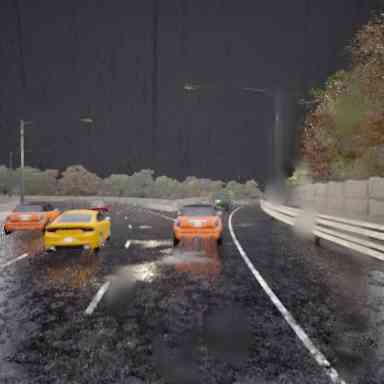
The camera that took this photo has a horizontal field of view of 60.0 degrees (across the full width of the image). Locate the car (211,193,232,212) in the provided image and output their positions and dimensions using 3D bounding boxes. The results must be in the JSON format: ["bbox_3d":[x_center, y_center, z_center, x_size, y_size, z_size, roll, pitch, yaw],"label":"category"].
[{"bbox_3d":[3.368,1.172,38.917,2.150,2.045,5.566,0,0,11],"label":"car"}]

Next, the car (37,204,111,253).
[{"bbox_3d":[-4.549,1.490,13.859,1.882,1.535,5.008,0,0,-7],"label":"car"}]

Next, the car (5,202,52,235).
[{"bbox_3d":[-8.950,1.382,19.195,2.097,1.767,4.553,0,0,-10],"label":"car"}]

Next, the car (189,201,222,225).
[{"bbox_3d":[1.129,1.465,24.836,2.128,1.511,4.902,0,0,6],"label":"car"}]

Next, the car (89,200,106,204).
[{"bbox_3d":[-11.101,1.589,39.247,1.994,1.385,4.181,0,0,-21],"label":"car"}]

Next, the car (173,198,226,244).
[{"bbox_3d":[0.354,1.337,15.768,2.097,1.767,4.553,0,0,3],"label":"car"}]
